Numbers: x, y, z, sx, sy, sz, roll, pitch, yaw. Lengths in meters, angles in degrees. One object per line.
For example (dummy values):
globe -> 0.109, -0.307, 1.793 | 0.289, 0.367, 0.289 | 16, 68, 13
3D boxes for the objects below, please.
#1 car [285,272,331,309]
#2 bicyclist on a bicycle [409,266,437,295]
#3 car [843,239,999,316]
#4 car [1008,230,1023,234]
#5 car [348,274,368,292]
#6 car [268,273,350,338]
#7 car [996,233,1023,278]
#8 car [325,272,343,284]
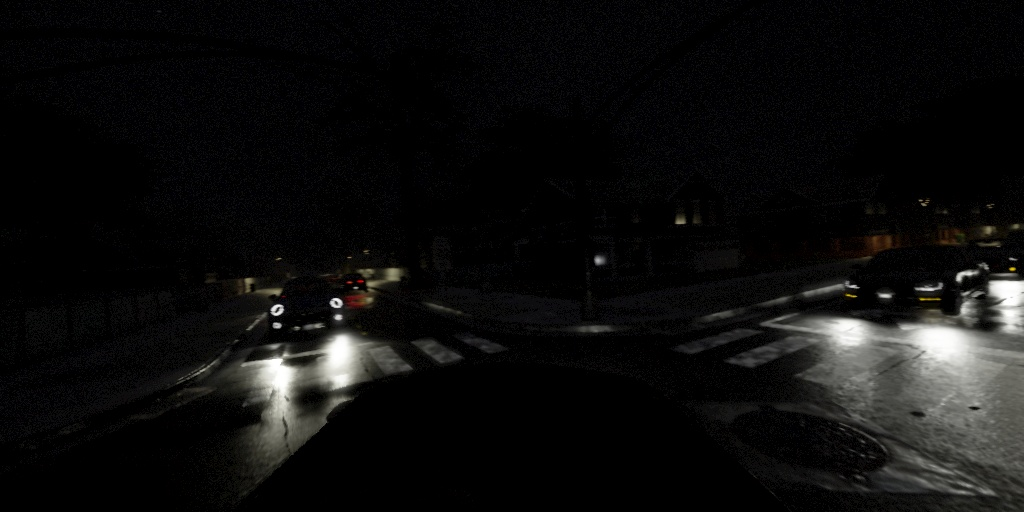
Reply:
car -> -12.214, 1.963, 21.538 | 2.097, 1.767, 4.553 | -4, 0, -29
bicyclist on a bicycle -> -5.266, 1.431, 21.100 | 1.656, 1.620, 0.582 | -4, 0, -29
car -> 10.601, 0.517, 9.376 | 4.892, 1.490, 1.837 | -4, 0, -29
car -> 27.241, -0.642, 18.802 | 4.892, 1.490, 1.837 | -4, 0, -29
car -> -12.612, 2.148, 28.273 | 1.837, 1.490, 4.892 | -4, 0, -29
car -> -7.187, 1.610, 12.619 | 2.097, 1.767, 4.553 | -4, 0, -30
car -> 18.339, 0.037, 13.768 | 4.181, 1.385, 1.994 | -4, 0, -29
car -> -24.833, 3.066, 50.024 | 1.994, 1.385, 4.181 | -4, 0, -29
